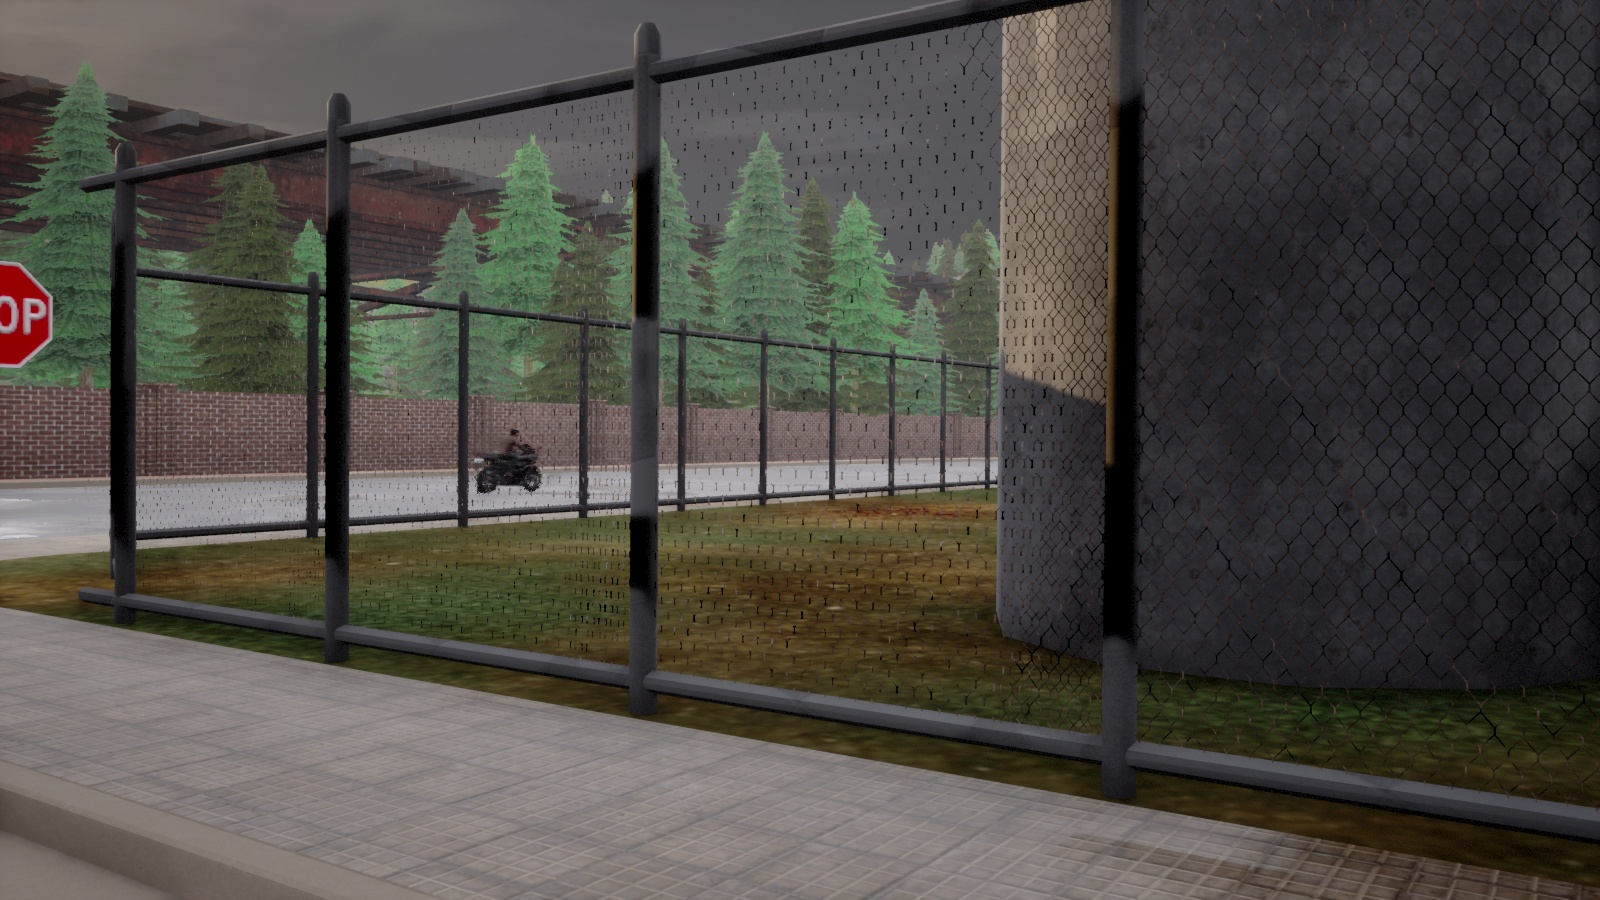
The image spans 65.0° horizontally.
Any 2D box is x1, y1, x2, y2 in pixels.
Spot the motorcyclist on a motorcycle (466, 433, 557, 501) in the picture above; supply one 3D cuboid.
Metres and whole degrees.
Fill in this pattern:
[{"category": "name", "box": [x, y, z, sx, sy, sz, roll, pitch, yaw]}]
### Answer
[{"category": "motorcyclist on a motorcycle", "box": [-6.694, 0.375, 29.247, 0.797, 1.523, 2.044, 0, 1, 34]}]
